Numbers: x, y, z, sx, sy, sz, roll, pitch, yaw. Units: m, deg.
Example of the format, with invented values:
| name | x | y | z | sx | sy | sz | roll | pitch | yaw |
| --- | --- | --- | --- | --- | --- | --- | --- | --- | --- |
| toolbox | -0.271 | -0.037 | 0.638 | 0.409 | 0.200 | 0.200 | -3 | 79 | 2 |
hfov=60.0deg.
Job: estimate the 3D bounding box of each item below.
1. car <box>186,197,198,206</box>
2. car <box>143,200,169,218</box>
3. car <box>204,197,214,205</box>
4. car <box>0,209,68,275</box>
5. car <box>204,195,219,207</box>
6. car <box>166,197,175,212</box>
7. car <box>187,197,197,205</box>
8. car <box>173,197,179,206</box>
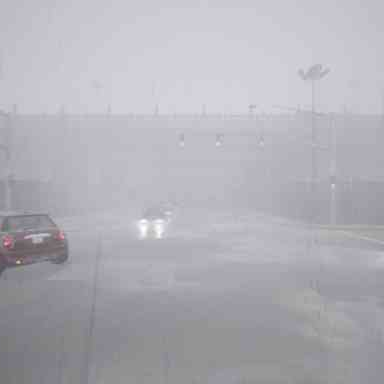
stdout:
| name | x | y | z | sx | sy | sz | roll | pitch | yaw |
| --- | --- | --- | --- | --- | --- | --- | --- | --- | --- |
| car | -0.017 | 1.641 | 59.427 | 2.097 | 1.767 | 4.553 | 0 | 0 | 0 |
| car | -3.600 | 1.760 | 32.577 | 1.895 | 1.301 | 4.718 | 0 | 0 | 0 |
| car | 3.480 | 1.861 | 69.450 | 1.812 | 1.442 | 4.674 | 0 | 0 | 0 |
| car | -5.970 | 1.380 | 10.670 | 4.553 | 1.767 | 2.097 | 0 | 0 | 39 |
| car | 3.483 | 1.507 | 58.752 | 2.150 | 2.045 | 5.566 | 0 | 0 | 0 |
| car | -3.591 | 1.734 | 42.833 | 1.812 | 1.442 | 4.674 | 0 | 0 | 0 |
| car | -0.020 | 1.814 | 69.449 | 1.882 | 1.535 | 5.008 | 0 | 0 | 0 |
| car | -3.529 | 1.641 | 59.567 | 2.097 | 1.767 | 4.553 | 0 | 0 | 0 |
